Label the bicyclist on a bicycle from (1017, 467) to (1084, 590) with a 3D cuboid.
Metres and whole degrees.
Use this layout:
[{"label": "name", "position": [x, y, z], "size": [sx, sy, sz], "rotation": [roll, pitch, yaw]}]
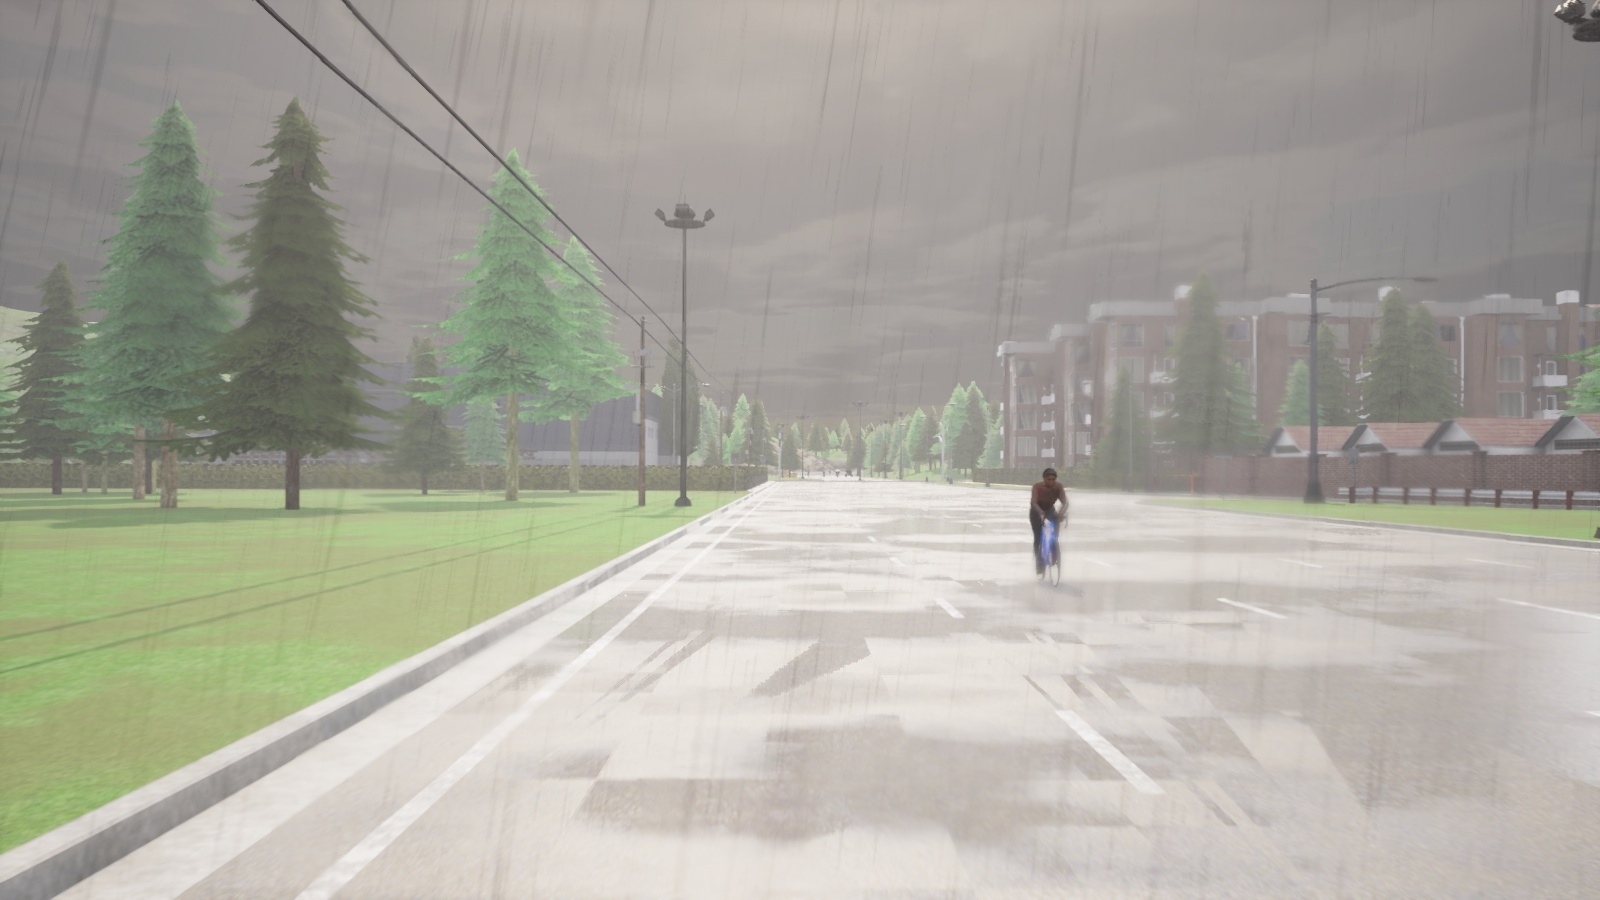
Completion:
[{"label": "bicyclist on a bicycle", "position": [3.458, 1.046, 17.453], "size": [0.582, 1.620, 1.656], "rotation": [0, -1, 0]}]
